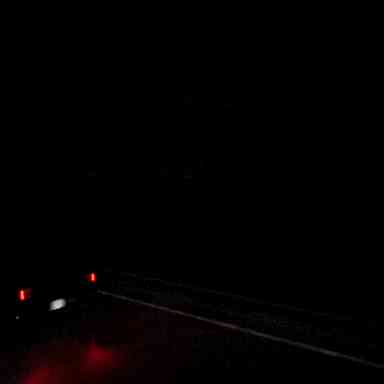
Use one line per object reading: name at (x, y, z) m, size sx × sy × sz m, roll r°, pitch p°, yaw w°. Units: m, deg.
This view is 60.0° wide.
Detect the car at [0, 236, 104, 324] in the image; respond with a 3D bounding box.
car at (-4.063, 1.600, 6.892) m, size 4.718 × 1.301 × 1.895 m, roll 0°, pitch 0°, yaw 35°
